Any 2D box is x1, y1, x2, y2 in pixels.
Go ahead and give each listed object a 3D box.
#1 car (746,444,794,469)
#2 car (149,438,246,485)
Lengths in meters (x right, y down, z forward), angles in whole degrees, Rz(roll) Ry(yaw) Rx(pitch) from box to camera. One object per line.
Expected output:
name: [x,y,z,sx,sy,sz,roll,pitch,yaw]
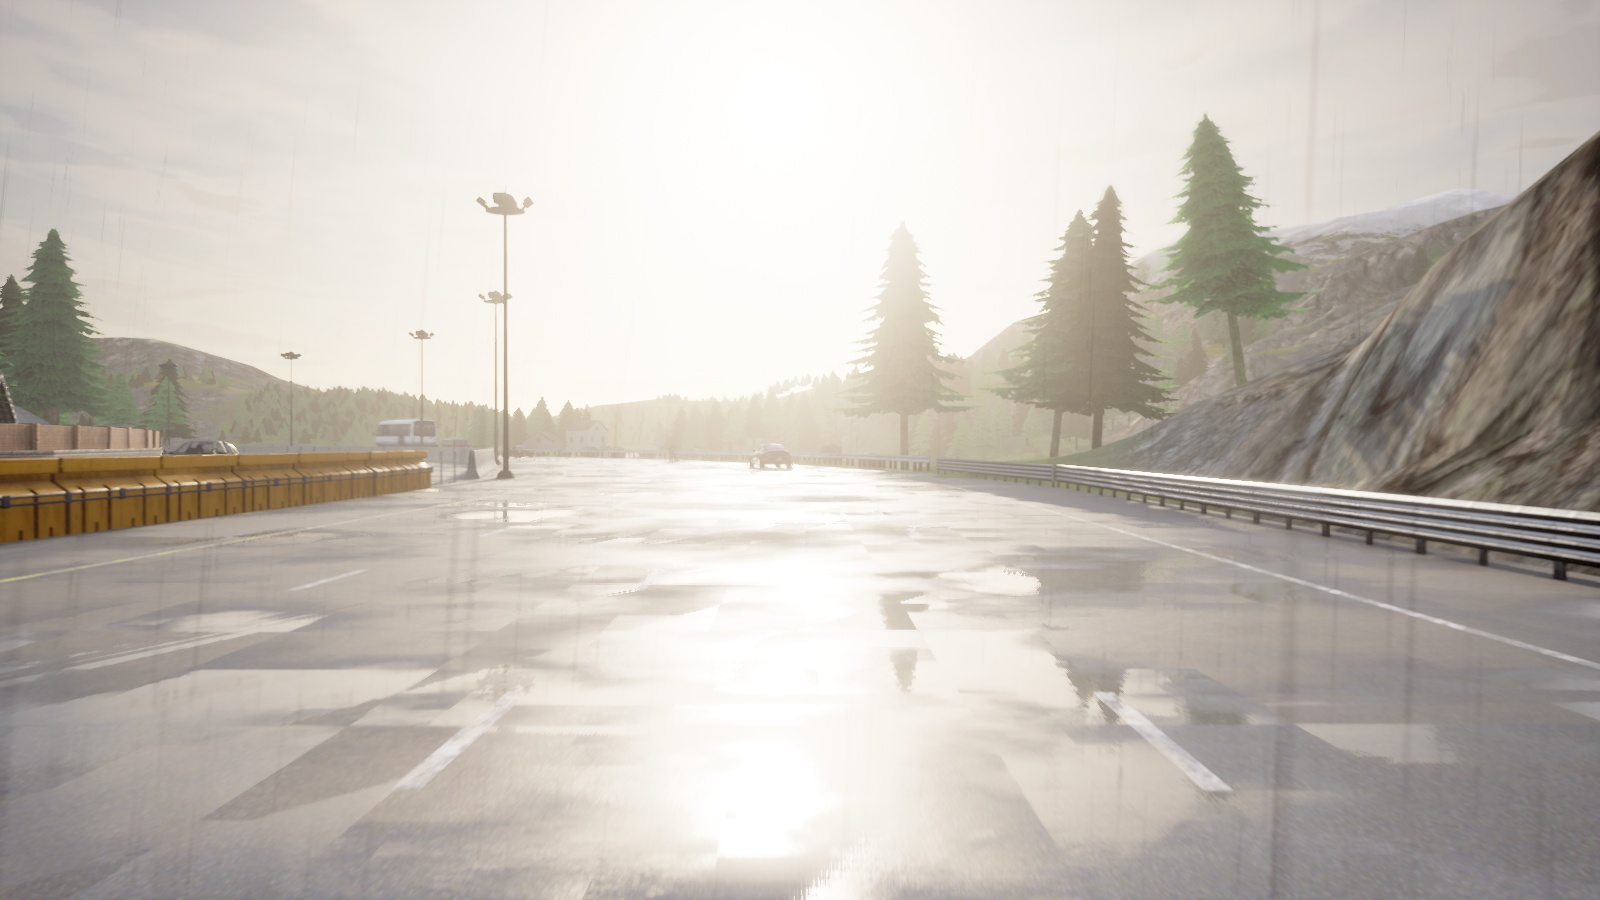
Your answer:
car: [-1.815,0.352,74.263,1.812,1.442,4.674,0,0,-14]
car: [-21.487,0.374,44.942,1.851,1.617,3.988,0,0,-6]
